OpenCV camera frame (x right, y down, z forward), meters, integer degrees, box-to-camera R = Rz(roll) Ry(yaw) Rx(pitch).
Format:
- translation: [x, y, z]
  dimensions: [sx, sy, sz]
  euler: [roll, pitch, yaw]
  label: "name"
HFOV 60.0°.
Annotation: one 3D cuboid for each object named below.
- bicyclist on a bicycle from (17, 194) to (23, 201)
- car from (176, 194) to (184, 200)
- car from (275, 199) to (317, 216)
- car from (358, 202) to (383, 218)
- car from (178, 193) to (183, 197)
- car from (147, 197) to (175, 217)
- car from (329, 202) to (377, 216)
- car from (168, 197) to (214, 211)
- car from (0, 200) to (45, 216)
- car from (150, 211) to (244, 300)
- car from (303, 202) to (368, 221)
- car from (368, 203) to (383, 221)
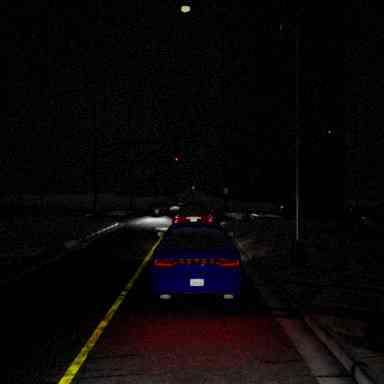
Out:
- translation: [-20.523, 1.029, 39.675]
  dimensions: [0.582, 1.620, 1.656]
  euler: [1, 0, 0]
  label: "bicyclist on a bicycle"
- translation: [-3.064, 1.213, 83.220]
  dimensions: [1.895, 1.301, 4.718]
  euler: [0, 0, 0]
  label: "car"
- translation: [10.930, 1.538, 34.155]
  dimensions: [4.553, 1.767, 2.097]
  euler: [1, 0, 0]
  label: "car"
- translation: [19.896, 1.851, 34.163]
  dimensions: [4.674, 1.442, 1.812]
  euler: [1, 0, 0]
  label: "car"
- translation: [-3.062, 1.501, 67.870]
  dimensions: [1.837, 1.490, 4.892]
  euler: [0, 1, 0]
  label: "car"
- translation: [-3.124, 1.491, 31.856]
  dimensions: [2.128, 1.511, 4.902]
  euler: [0, 0, 0]
  label: "car"
- translation: [17.762, 1.841, 36.835]
  dimensions: [4.403, 1.369, 2.008]
  euler: [1, -1, 0]
  label: "car"
- translation: [0.108, 1.351, 17.615]
  dimensions: [2.097, 1.767, 4.553]
  euler: [0, 0, 1]
  label: "car"
- translation: [-14.792, 1.366, 28.194]
  dimensions: [4.403, 1.369, 2.008]
  euler: [1, -1, 0]
  label: "car"
- translation: [0.095, 1.477, 8.461]
  dimensions: [1.882, 1.535, 5.008]
  euler: [0, 0, 0]
  label: "car"
- translation: [12.116, 1.774, 28.307]
  dimensions: [4.313, 1.339, 1.947]
  euler: [1, -1, 0]
  label: "car"
- translation: [17.929, 1.823, 28.311]
  dimensions: [4.829, 1.417, 1.752]
  euler: [1, -1, 0]
  label: "car"
